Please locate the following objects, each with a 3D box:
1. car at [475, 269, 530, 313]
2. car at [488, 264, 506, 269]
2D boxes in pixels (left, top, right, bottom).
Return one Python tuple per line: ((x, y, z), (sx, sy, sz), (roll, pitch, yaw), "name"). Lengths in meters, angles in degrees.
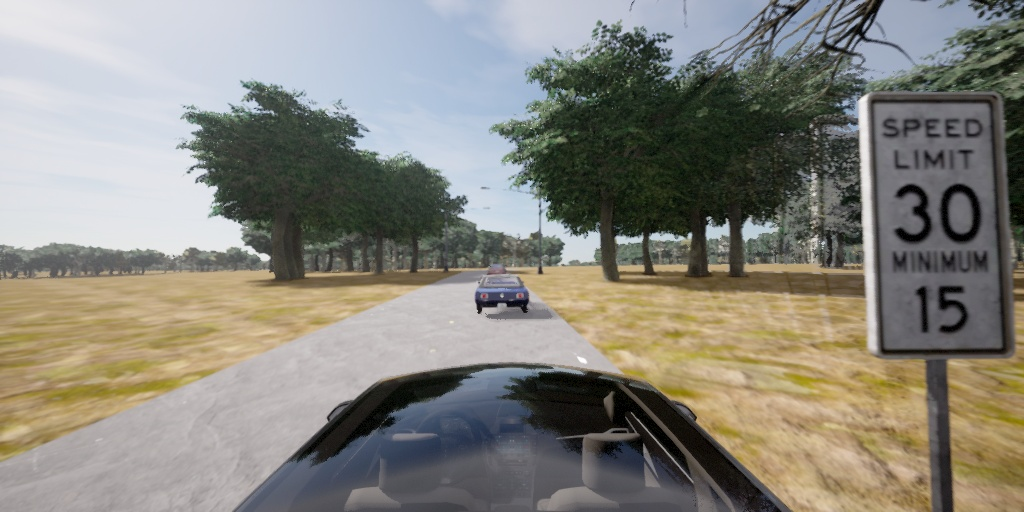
((-0.428, 1.388, 14.316), (1.895, 1.301, 4.718), (0, 0, -3), "car")
((-1.525, 1.551, 37.479), (1.994, 1.385, 4.181), (0, -1, -3), "car")
